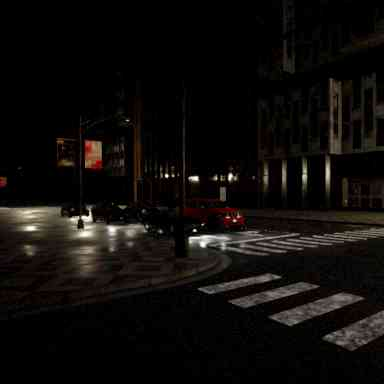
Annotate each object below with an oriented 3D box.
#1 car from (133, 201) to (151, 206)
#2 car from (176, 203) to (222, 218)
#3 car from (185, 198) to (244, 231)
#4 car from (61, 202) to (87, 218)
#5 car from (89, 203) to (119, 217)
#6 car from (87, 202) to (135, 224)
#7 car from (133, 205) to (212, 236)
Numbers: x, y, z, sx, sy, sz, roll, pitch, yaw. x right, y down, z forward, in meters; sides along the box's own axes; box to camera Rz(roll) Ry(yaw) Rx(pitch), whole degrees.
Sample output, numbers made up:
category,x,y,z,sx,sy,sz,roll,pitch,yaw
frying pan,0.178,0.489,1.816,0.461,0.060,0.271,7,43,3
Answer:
category,x,y,z,sx,sy,sz,roll,pitch,yaw
car,-4.571,1.716,30.700,2.097,1.767,4.553,0,-1,-36
car,0.597,1.884,34.982,2.033,1.411,5.357,0,-1,-36
car,1.088,1.455,22.838,2.150,2.045,5.566,0,-1,-34
car,-13.003,1.866,36.898,2.097,1.767,4.553,0,-1,-36
car,-10.357,2.023,38.784,1.812,1.442,4.674,0,-1,-35
car,-7.089,1.855,28.629,1.882,1.535,5.008,0,-1,-36
car,-1.396,1.793,20.680,2.033,1.411,5.357,0,-1,-36
